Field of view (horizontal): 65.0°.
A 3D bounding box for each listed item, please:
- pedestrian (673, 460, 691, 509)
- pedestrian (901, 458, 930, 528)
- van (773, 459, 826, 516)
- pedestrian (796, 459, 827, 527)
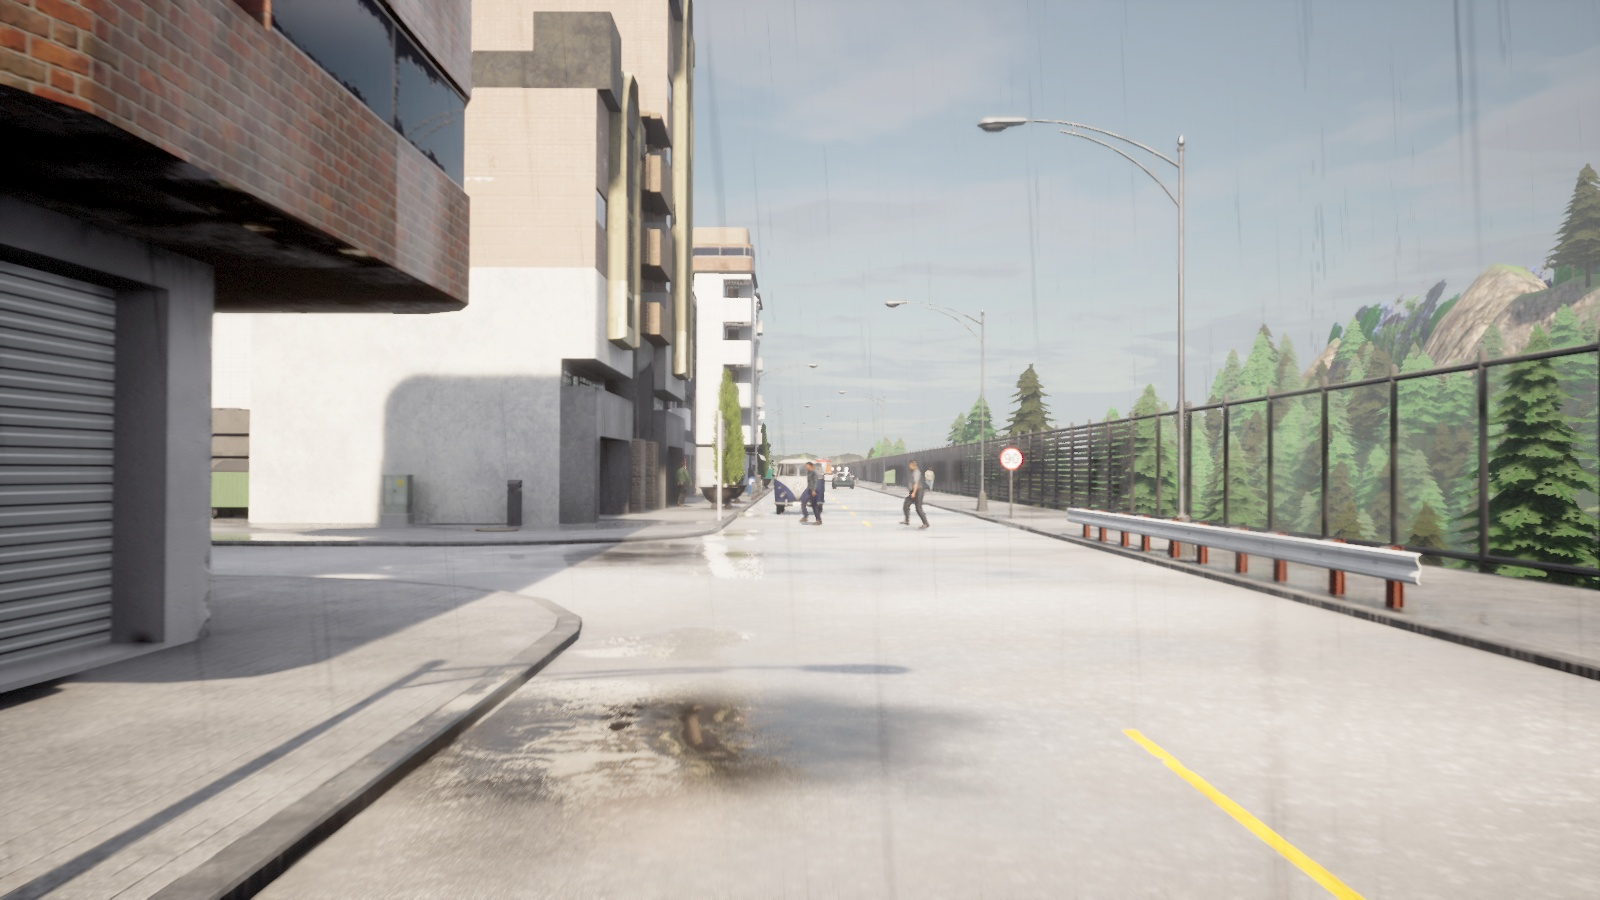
[{"bbox_3d":[-4.711,1.379,49.960,0.423,1.949,0.788,-1,-1,19],"label":"pedestrian"},{"bbox_3d":[3.045,1.132,33.130,0.694,1.848,0.540,0,-1,1],"label":"pedestrian"},{"bbox_3d":[0.014,1.341,46.215,1.775,1.987,4.442,0,-1,2],"label":"van"},{"bbox_3d":[0.326,1.221,35.919,0.788,1.949,0.423,0,-1,-17],"label":"pedestrian"}]
